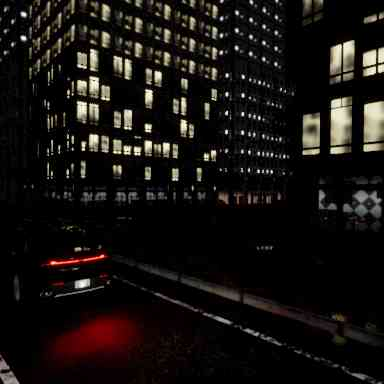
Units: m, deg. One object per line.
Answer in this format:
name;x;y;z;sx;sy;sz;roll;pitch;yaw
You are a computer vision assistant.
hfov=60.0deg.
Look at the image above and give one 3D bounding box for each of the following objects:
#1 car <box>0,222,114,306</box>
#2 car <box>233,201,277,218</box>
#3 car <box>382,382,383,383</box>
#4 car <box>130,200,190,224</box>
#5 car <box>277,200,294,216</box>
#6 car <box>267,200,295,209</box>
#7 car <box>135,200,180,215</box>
car;-3.677;1.500;8.176;1.837;1.490;4.892;0;0;-41
car;6.254;1.831;33.933;4.829;1.417;1.752;1;0;-40
car;2.837;1.352;0.837;2.097;1.767;4.553;0;0;-41
car;-2.510;1.522;26.567;5.009;1.841;2.192;1;0;-40
car;10.441;1.934;37.452;4.206;1.307;1.802;1;0;-40
car;13.680;1.879;51.117;4.313;1.339;1.947;1;0;-40
car;-3.718;1.646;36.500;4.829;1.417;1.752;1;0;-40
